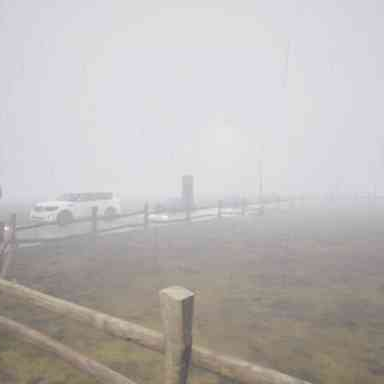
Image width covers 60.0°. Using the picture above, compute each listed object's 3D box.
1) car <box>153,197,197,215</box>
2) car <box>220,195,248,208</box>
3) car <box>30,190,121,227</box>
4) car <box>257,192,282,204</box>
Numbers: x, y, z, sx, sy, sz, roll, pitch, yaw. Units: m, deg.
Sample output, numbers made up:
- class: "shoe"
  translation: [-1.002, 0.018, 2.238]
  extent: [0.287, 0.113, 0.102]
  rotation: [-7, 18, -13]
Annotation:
- class: "car"
  translation: [-1.357, 1.122, 28.219]
  extent: [1.994, 1.385, 4.181]
  rotation: [1, 2, 35]
- class: "car"
  translation: [4.505, 1.003, 36.371]
  extent: [1.994, 1.385, 4.181]
  rotation: [1, 2, 36]
- class: "car"
  translation: [-6.904, 0.892, 20.439]
  extent: [2.150, 2.045, 5.566]
  rotation: [1, 2, 35]
- class: "car"
  translation: [10.400, 0.797, 44.511]
  extent: [1.882, 1.535, 5.008]
  rotation: [1, 2, 36]
